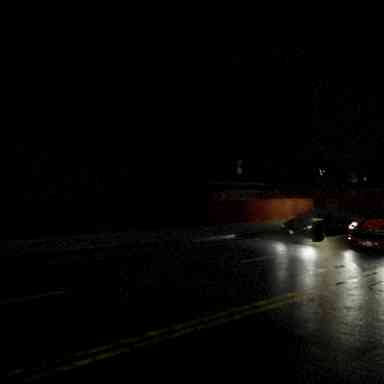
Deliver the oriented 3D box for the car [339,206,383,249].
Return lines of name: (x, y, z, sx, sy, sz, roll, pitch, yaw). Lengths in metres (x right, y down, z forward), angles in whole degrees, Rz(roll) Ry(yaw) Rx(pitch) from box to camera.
car: (8.371, 1.336, 13.645, 4.553, 1.767, 2.097, 0, 0, -35)

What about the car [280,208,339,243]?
car: (6.319, 1.510, 16.172, 4.674, 1.442, 1.812, 0, 0, -35)
